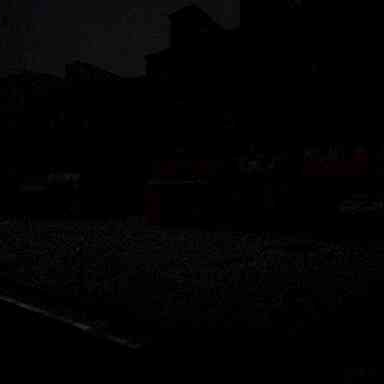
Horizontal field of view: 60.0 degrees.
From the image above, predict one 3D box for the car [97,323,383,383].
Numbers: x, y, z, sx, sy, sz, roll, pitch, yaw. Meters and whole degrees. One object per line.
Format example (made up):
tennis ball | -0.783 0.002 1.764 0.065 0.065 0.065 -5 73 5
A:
car | 1.077 1.584 2.030 4.206 1.307 1.802 -1 0 36
